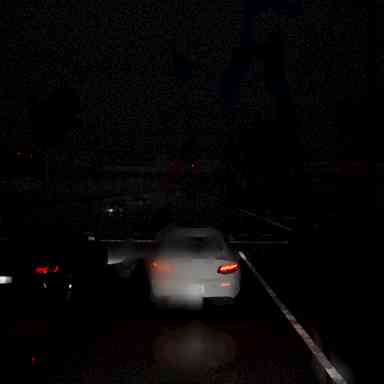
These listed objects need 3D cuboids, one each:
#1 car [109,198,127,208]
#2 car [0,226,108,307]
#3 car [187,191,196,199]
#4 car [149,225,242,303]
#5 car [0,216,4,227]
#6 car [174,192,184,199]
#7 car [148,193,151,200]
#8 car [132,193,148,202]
[{"bbox_3d":[-10.505,1.539,47.589,1.895,1.301,4.718,0,0,-2],"label":"car"},{"bbox_3d":[-3.423,1.564,8.043,1.994,1.385,4.181,0,0,0],"label":"car"},{"bbox_3d":[-0.042,0.702,81.452,2.150,2.045,5.566,0,1,0],"label":"car"},{"bbox_3d":[0.077,1.526,8.090,1.812,1.442,4.674,0,0,0],"label":"car"},{"bbox_3d":[-10.607,1.526,15.402,1.812,1.442,4.674,0,0,0],"label":"car"},{"bbox_3d":[-3.544,0.918,85.525,1.812,1.442,4.674,0,1,0],"label":"car"},{"bbox_3d":[-10.539,1.052,76.517,1.882,1.535,5.008,0,1,0],"label":"car"},{"bbox_3d":[-10.567,1.312,65.782,1.994,1.385,4.181,0,1,1],"label":"car"}]
